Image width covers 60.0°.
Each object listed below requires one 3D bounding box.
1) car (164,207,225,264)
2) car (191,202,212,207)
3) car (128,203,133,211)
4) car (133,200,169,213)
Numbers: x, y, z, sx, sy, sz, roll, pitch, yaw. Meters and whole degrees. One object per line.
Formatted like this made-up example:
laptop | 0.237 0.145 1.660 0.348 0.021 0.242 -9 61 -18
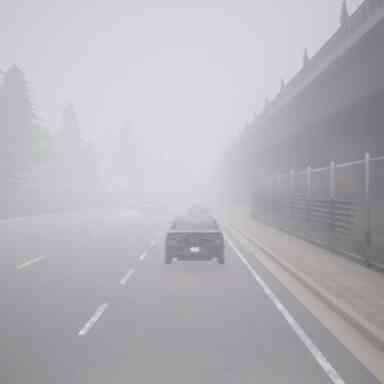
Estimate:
car | 0.088 1.520 12.080 1.882 1.535 5.008 0 0 0
car | 0.874 1.675 31.837 1.994 1.385 4.181 0 0 10
car | -6.425 1.714 42.934 1.994 1.385 4.181 0 0 26
car | -4.521 1.737 38.983 1.895 1.301 4.718 0 0 22
